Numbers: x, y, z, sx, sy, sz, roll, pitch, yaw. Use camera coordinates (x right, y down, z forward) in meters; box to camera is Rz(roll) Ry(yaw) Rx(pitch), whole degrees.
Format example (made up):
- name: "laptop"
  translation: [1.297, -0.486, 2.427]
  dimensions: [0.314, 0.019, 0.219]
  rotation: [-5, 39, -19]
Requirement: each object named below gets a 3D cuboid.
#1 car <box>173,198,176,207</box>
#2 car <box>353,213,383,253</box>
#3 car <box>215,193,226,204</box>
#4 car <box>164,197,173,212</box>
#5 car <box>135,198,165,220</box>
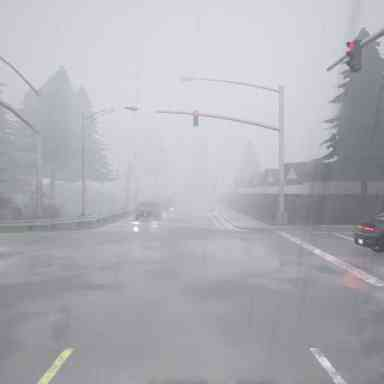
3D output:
- name: "car"
  translation: [-3.507, 1.504, 49.197]
  dimensions: [1.837, 1.490, 4.892]
  rotation: [0, 0, 2]
- name: "car"
  translation: [7.766, 1.313, 10.577]
  dimensions: [4.892, 1.490, 1.837]
  rotation: [0, 0, -1]
- name: "car"
  translation: [6.882, 1.206, 60.868]
  dimensions: [5.566, 2.045, 2.150]
  rotation: [0, 0, -22]
- name: "car"
  translation: [-3.609, 1.564, 37.957]
  dimensions: [1.994, 1.385, 4.181]
  rotation: [0, 0, 0]
- name: "car"
  translation: [-3.611, 1.505, 28.043]
  dimensions: [1.837, 1.490, 4.892]
  rotation: [0, 0, 0]
